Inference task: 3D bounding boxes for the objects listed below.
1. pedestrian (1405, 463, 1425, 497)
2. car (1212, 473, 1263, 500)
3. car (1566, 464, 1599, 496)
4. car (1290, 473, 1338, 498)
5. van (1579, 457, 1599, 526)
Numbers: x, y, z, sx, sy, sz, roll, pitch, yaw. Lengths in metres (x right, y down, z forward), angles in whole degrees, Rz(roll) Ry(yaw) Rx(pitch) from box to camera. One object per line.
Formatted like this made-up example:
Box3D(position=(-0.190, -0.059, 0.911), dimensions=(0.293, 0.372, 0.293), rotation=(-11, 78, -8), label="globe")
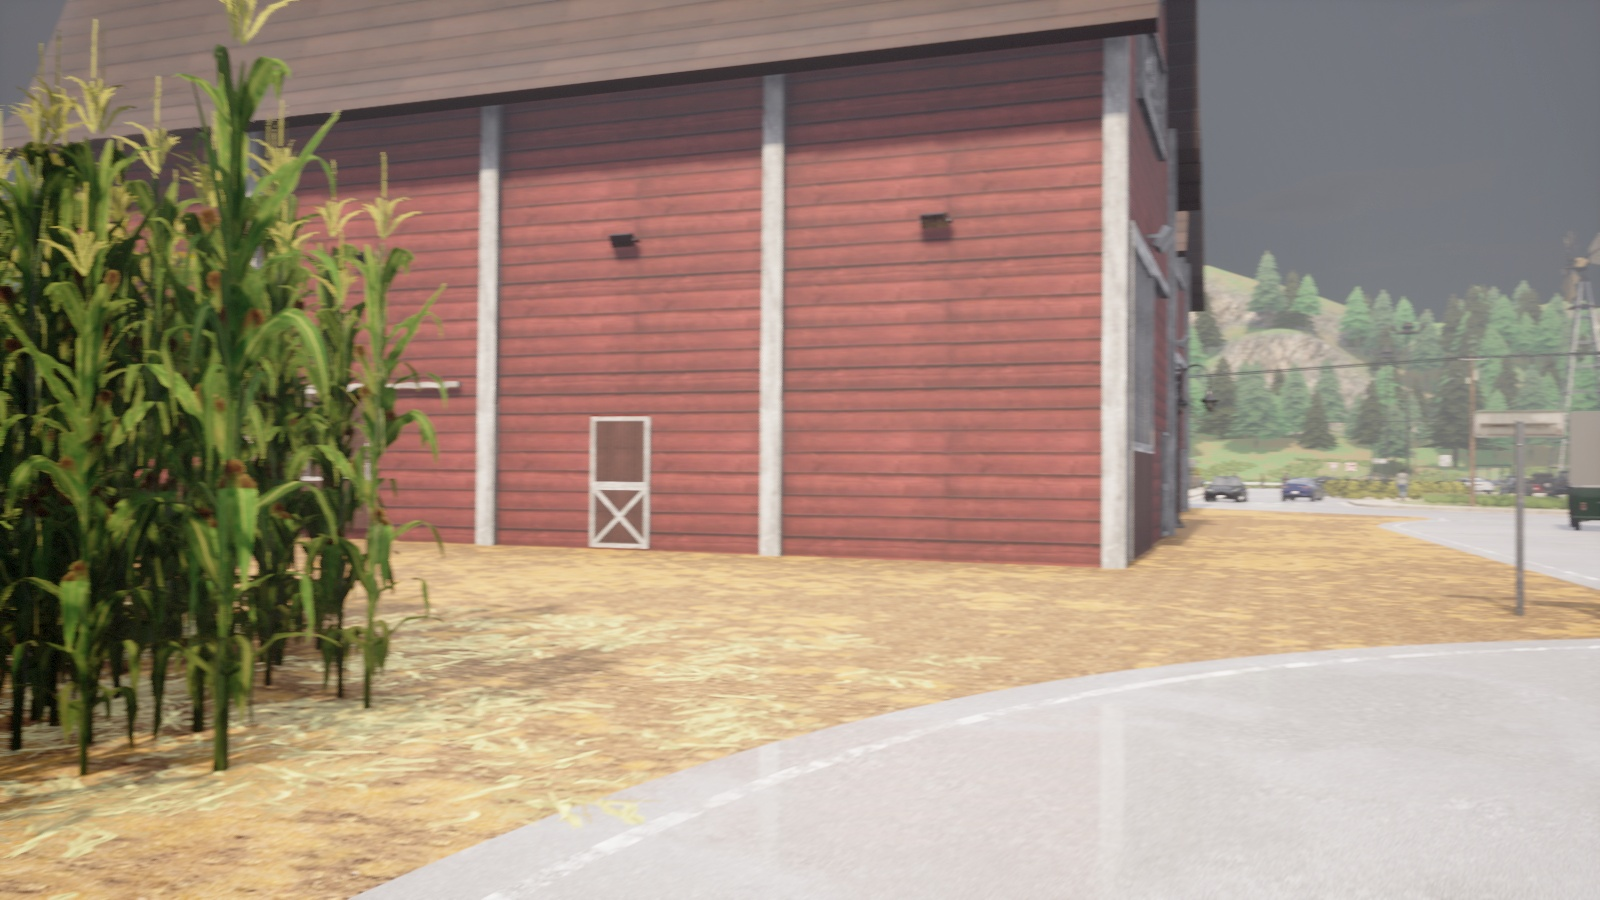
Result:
Box3D(position=(34.322, 1.669, 70.068), dimensions=(0.874, 1.855, 0.900), rotation=(-1, -1, 31), label="pedestrian")
Box3D(position=(24.853, 2.029, 71.237), dimensions=(2.163, 1.488, 4.792), rotation=(0, -1, 26), label="car")
Box3D(position=(51.731, 1.951, 82.627), dimensions=(2.150, 2.045, 5.566), rotation=(-1, -1, 30), label="car")
Box3D(position=(31.012, 2.134, 75.671), dimensions=(1.812, 1.442, 4.674), rotation=(-1, -1, 33), label="car")
Box3D(position=(24.594, 1.218, 37.823), dimensions=(1.775, 1.987, 4.442), rotation=(-1, -1, 30), label="van")
